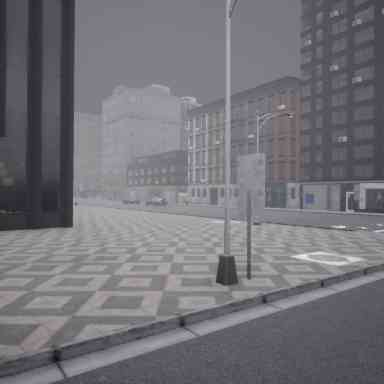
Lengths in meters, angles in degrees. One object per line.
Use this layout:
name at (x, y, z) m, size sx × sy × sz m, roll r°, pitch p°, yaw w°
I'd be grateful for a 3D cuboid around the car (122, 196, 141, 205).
car at (-11.388, 1.713, 61.806) m, size 1.895 × 1.301 × 4.718 m, roll 1°, pitch 0°, yaw -36°

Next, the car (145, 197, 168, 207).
car at (-5.938, 1.624, 54.267) m, size 1.812 × 1.442 × 4.674 m, roll 1°, pitch 0°, yaw -36°

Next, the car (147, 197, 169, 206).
car at (-6.254, 1.638, 60.397) m, size 1.837 × 1.490 × 4.892 m, roll 1°, pitch 0°, yaw -36°

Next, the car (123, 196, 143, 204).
car at (-12.319, 1.639, 68.853) m, size 2.128 × 1.511 × 4.902 m, roll 1°, pitch 0°, yaw -36°
